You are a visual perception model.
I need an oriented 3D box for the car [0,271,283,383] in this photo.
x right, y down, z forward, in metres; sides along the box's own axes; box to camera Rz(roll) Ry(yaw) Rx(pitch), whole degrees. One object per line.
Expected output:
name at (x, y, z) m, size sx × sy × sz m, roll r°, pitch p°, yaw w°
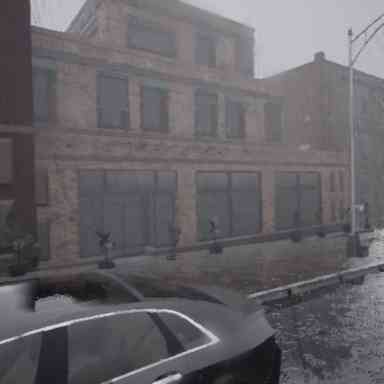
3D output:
car at (-1.420, 1.504, 2.416) m, size 4.892 × 1.490 × 1.837 m, roll 0°, pitch 0°, yaw -35°
